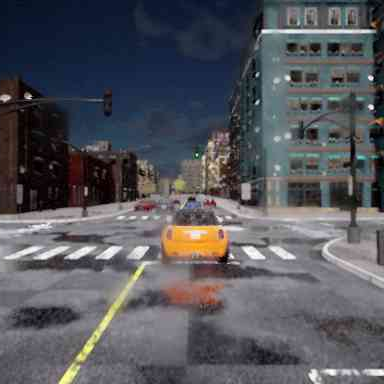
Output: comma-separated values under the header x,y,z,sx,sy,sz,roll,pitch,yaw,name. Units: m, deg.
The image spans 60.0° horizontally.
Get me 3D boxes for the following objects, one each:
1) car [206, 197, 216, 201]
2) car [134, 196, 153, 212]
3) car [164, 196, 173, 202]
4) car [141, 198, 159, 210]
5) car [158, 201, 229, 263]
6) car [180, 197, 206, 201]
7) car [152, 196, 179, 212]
x,y,z,sx,sy,sz,roll,pitch,yaw,name
2.700,1.480,51.174,1.967,1.590,4.097,1,0,0,car
-5.757,1.576,39.743,1.887,1.381,4.507,1,0,0,car
-5.686,1.645,79.545,1.802,1.307,4.206,1,0,0,car
-5.682,1.580,45.424,1.887,1.381,4.507,1,0,0,car
0.098,1.362,12.198,2.097,1.767,4.553,0,0,0,car
0.096,1.575,34.481,2.033,1.411,5.357,0,0,0,car
-3.087,1.523,39.310,2.128,1.511,4.902,0,0,1,car
